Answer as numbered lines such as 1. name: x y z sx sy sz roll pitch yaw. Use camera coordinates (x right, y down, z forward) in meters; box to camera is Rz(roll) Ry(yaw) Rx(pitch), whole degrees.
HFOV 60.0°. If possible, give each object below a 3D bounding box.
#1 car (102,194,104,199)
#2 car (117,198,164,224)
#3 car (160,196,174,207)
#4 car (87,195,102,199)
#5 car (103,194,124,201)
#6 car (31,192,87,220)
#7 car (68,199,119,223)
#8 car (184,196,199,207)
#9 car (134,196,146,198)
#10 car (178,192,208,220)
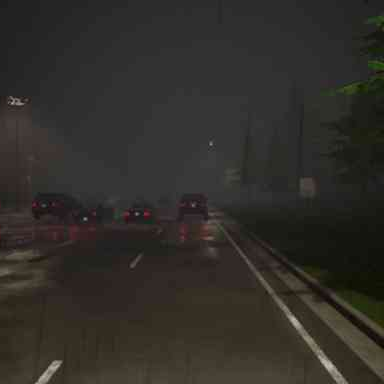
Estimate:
1. car: -14.019 1.132 54.660 1.837 1.490 4.892 0 1 0
2. car: -3.407 1.389 23.069 2.033 1.411 5.357 0 0 0
3. car: -3.515 1.243 44.620 2.033 1.411 5.357 0 0 0
4. car: -14.016 1.220 44.868 1.812 1.442 4.674 0 0 0
5. car: -10.505 1.209 46.312 1.812 1.442 4.674 0 1 0
6. car: -10.409 1.041 26.005 2.150 2.045 5.566 0 0 0
7. car: -6.909 1.438 23.789 1.895 1.301 4.718 0 0 0
8. car: -0.006 1.247 46.509 1.994 1.385 4.181 0 0 0
9. car: -7.014 1.242 44.754 2.033 1.411 5.357 0 0 0
10. car: 0.091 1.040 26.146 2.150 2.045 5.566 0 0 0
